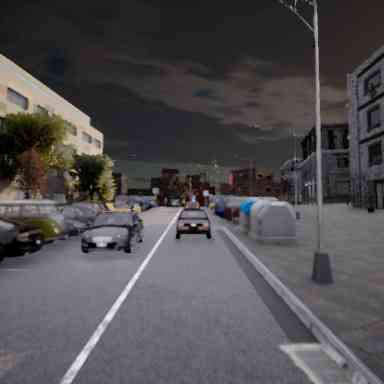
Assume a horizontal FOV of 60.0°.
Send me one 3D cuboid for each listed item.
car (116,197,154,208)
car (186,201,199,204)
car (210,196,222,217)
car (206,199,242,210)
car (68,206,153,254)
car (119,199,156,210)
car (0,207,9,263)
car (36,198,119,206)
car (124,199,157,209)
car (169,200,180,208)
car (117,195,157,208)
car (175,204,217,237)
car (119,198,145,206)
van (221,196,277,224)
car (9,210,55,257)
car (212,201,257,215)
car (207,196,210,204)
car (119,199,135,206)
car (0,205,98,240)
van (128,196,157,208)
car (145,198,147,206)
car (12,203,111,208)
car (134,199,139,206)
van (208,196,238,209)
[{"bbox_3d":[-7.700,1.733,42.119,4.792,1.488,2.163,0,0,0],"label":"car"},{"bbox_3d":[0.023,1.821,41.467,1.895,1.301,4.718,0,0,0],"label":"car"},{"bbox_3d":[4.655,1.380,28.453,5.566,2.045,2.435,0,0,0],"label":"car"},{"bbox_3d":[4.595,1.740,47.989,5.008,1.535,2.097,0,-1,0],"label":"car"},{"bbox_3d":[-3.126,1.566,13.932,2.128,1.511,4.902,0,0,0],"label":"car"},{"bbox_3d":[-7.738,1.736,47.648,5.008,1.535,2.097,0,0,0],"label":"car"},{"bbox_3d":[-7.697,1.400,8.596,4.553,1.767,2.185,0,0,0],"label":"car"},{"bbox_3d":[-7.660,1.474,22.563,4.553,1.767,2.185,0,0,0],"label":"car"},{"bbox_3d":[-7.774,1.801,50.479,4.792,1.488,2.163,0,-1,0],"label":"car"},{"bbox_3d":[-3.116,2.116,61.133,2.128,1.511,4.902,0,-3,0],"label":"car"},{"bbox_3d":[-7.706,1.467,44.915,5.566,2.045,2.435,0,0,0],"label":"car"},{"bbox_3d":[0.065,1.646,18.502,2.033,1.411,5.357,0,0,0],"label":"car"},{"bbox_3d":[-7.899,1.656,33.739,5.366,1.575,1.946,0,0,0],"label":"car"},{"bbox_3d":[4.749,1.391,25.662,4.442,1.987,1.878,0,0,0],"label":"van"},{"bbox_3d":[-7.666,1.540,11.265,5.008,1.535,2.097,0,0,0],"label":"car"},{"bbox_3d":[4.608,1.716,36.700,4.674,1.452,2.002,0,0,0],"label":"car"},{"bbox_3d":[4.564,1.595,45.200,4.553,1.767,2.185,0,0,0],"label":"car"},{"bbox_3d":[-7.888,1.626,28.151,5.366,1.575,1.946,0,0,0],"label":"car"},{"bbox_3d":[-7.688,1.571,16.977,4.892,1.521,2.231,0,0,0],"label":"car"},{"bbox_3d":[-7.867,1.603,53.269,4.442,1.987,1.878,0,-1,0],"label":"van"},{"bbox_3d":[-7.748,1.703,36.532,4.792,1.488,2.163,0,0,0],"label":"car"},{"bbox_3d":[-7.681,1.586,19.771,4.892,1.521,2.231,0,0,0],"label":"car"},{"bbox_3d":[-7.737,1.674,30.944,4.792,1.488,2.163,0,0,0],"label":"car"},{"bbox_3d":[4.702,1.552,50.767,4.442,1.987,1.878,0,-1,0],"label":"van"}]
